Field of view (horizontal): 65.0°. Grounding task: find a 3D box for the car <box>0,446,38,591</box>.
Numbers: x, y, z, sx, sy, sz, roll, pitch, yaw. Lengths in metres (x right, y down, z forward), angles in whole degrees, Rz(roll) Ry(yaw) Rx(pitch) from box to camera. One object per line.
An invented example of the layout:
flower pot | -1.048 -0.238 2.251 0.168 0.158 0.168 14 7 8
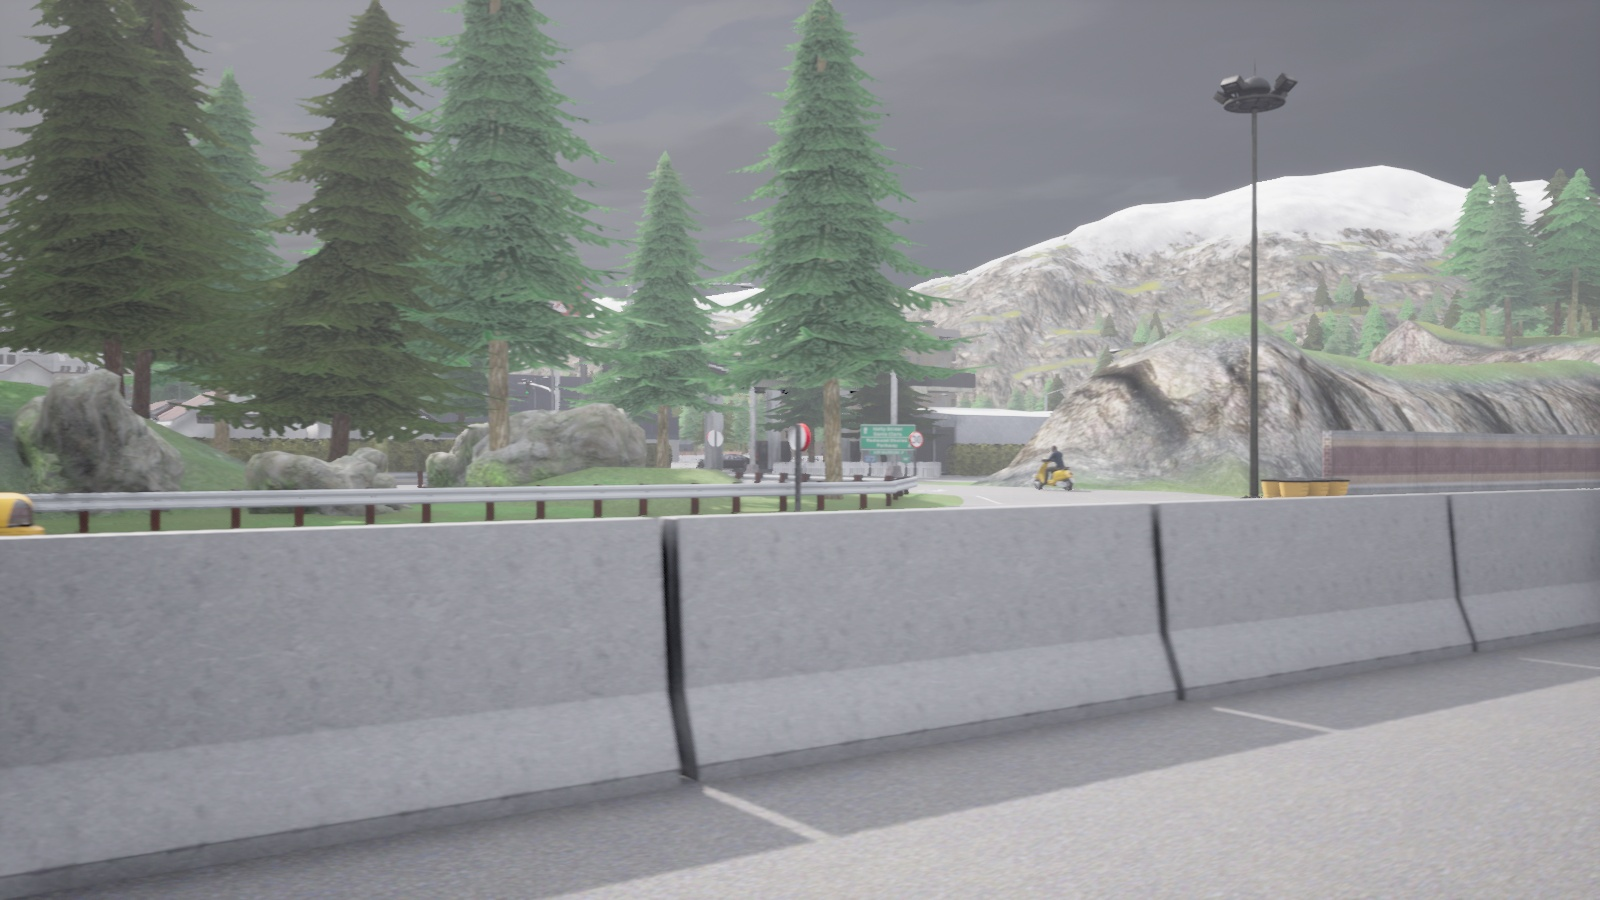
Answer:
car | -11.083 0.740 13.002 5.366 1.575 1.801 0 0 -35

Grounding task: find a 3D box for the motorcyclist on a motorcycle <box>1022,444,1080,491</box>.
motorcyclist on a motorcycle | 8.718 0.590 43.671 0.866 1.590 1.817 0 0 -38
